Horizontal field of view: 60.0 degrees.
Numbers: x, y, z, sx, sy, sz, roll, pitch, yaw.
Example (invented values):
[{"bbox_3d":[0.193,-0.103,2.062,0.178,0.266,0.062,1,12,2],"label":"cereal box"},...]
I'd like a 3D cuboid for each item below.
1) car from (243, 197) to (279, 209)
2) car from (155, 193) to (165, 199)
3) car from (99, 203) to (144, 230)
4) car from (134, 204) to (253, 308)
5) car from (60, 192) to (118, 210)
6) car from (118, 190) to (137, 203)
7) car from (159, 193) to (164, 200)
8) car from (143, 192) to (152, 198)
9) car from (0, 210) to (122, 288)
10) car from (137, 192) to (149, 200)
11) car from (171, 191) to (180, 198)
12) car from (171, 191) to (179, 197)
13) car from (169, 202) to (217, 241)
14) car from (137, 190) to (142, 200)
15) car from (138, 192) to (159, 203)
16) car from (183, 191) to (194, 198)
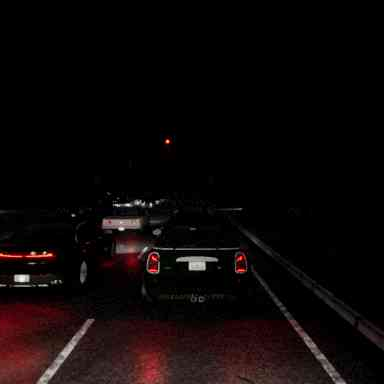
[{"bbox_3d":[7.948,1.273,38.682,4.181,1.385,1.994,0,1,-7],"label":"car"},{"bbox_3d":[-7.318,0.870,76.462,2.033,1.411,5.357,0,1,-1],"label":"car"},{"bbox_3d":[-3.439,1.487,18.413,1.895,1.301,4.718,0,1,0],"label":"car"},{"bbox_3d":[0.087,1.323,8.041,2.097,1.767,4.553,0,0,0],"label":"car"},{"bbox_3d":[-7.189,1.065,23.191,2.150,2.045,5.566,0,0,2],"label":"car"},{"bbox_3d":[-10.707,0.928,53.818,2.097,1.767,4.553,0,0,0],"label":"car"},{"bbox_3d":[-7.185,1.005,66.035,2.033,1.411,5.357,0,1,1],"label":"car"},{"bbox_3d":[-11.085,0.749,83.705,1.812,1.442,4.674,0,1,-2],"label":"car"},{"bbox_3d":[-3.417,1.468,9.093,1.837,1.490,4.892,0,0,0],"label":"car"},{"bbox_3d":[-10.747,0.894,73.484,2.128,1.511,4.902,0,1,-1],"label":"car"},{"bbox_3d":[-4.157,0.681,85.345,1.882,1.535,5.008,0,1,-4],"label":"car"},{"bbox_3d":[-4.937,0.541,95.504,1.837,1.490,4.892,0,1,-7],"label":"car"},{"bbox_3d":[0.057,1.388,17.237,2.128,1.511,4.902,0,0,1],"label":"car"},{"bbox_3d":[-10.694,0.709,63.259,2.150,2.045,5.566,0,1,0],"label":"car"},{"bbox_3d":[-7.211,1.105,55.967,2.033,1.411,5.357,0,1,0],"label":"car"},{"bbox_3d":[-0.698,0.707,86.045,1.812,1.442,4.674,0,1,-4],"label":"car"}]
